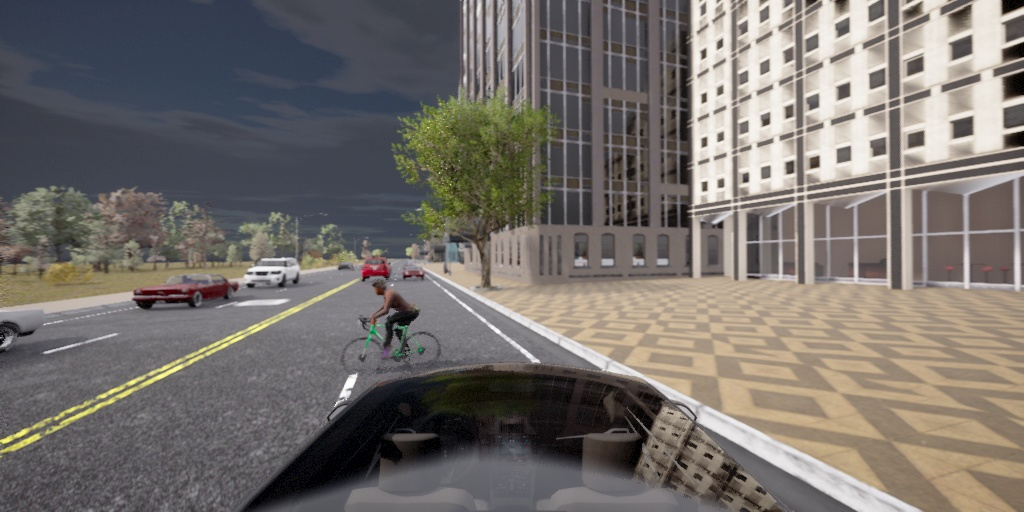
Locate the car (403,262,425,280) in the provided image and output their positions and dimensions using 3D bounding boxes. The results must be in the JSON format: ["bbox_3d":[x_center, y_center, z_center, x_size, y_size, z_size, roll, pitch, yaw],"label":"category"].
[{"bbox_3d":[-9.097,1.531,33.139,1.895,1.301,4.718,0,0,-16],"label":"car"}]

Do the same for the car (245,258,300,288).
[{"bbox_3d":[-17.319,1.157,26.267,2.150,2.045,5.566,0,0,-17],"label":"car"}]

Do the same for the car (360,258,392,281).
[{"bbox_3d":[-12.280,1.163,32.541,2.150,2.045,5.566,0,0,-17],"label":"car"}]

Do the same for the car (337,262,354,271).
[{"bbox_3d":[-26.999,1.664,58.413,2.033,1.411,5.357,0,0,-16],"label":"car"}]

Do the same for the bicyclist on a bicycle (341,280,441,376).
[{"bbox_3d":[-2.090,1.231,6.219,1.656,1.620,0.582,-2,0,-17],"label":"bicyclist on a bicycle"}]

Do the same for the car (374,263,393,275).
[{"bbox_3d":[-15.785,1.608,44.102,1.895,1.301,4.718,0,0,-16],"label":"car"}]

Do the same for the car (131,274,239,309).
[{"bbox_3d":[-14.266,1.478,16.010,1.895,1.301,4.718,0,0,-17],"label":"car"}]

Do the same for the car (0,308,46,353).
[{"bbox_3d":[-11.266,1.420,6.046,1.895,1.301,4.718,0,0,-17],"label":"car"}]
